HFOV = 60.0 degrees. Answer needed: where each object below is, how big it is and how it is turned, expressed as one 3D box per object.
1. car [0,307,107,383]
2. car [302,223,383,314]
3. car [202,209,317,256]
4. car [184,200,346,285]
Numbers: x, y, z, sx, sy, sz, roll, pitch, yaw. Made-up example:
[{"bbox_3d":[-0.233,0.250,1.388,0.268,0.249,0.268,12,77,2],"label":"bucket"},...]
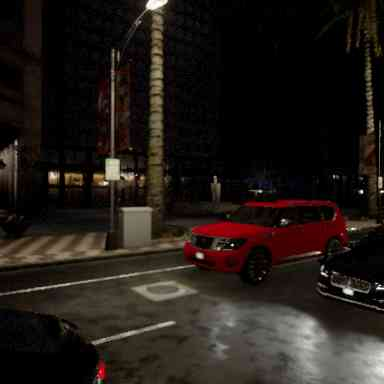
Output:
[{"bbox_3d":[-2.661,1.557,2.091,4.181,1.385,1.994,0,0,-35],"label":"car"},{"bbox_3d":[4.799,1.560,7.392,4.892,1.490,1.837,0,0,-35],"label":"car"},{"bbox_3d":[2.982,1.585,14.211,4.786,1.482,2.161,0,0,-36],"label":"car"},{"bbox_3d":[2.452,1.274,10.019,5.566,2.045,2.150,0,0,-35],"label":"car"}]
